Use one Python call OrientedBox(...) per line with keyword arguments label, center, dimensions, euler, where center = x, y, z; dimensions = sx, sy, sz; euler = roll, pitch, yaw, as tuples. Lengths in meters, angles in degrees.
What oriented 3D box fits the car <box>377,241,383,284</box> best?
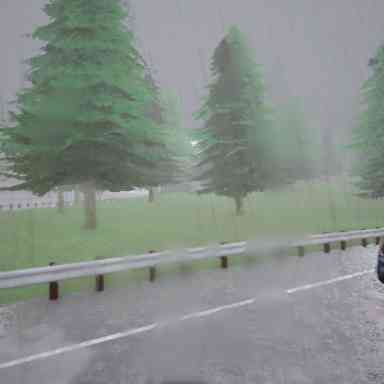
OrientedBox(label="car", center=(6.581, 1.344, 8.116), dimensions=(4.553, 1.767, 2.097), euler=(0, 0, -33))
